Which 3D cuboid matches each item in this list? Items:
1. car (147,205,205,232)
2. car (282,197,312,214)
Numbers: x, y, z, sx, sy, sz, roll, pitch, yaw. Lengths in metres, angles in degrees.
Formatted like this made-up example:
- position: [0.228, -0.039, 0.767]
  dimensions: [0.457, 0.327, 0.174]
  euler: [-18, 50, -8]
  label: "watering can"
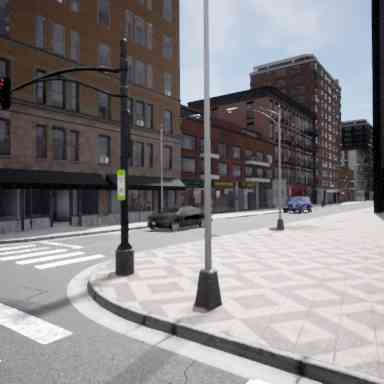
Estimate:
- position: [-0.828, 1.656, 22.045]
  dimensions: [1.882, 1.535, 5.008]
  euler: [-1, -1, 36]
  label: "car"
- position: [13.188, 1.597, 41.474]
  dimensions: [2.150, 2.045, 5.566]
  euler: [-1, -1, 36]
  label: "car"
